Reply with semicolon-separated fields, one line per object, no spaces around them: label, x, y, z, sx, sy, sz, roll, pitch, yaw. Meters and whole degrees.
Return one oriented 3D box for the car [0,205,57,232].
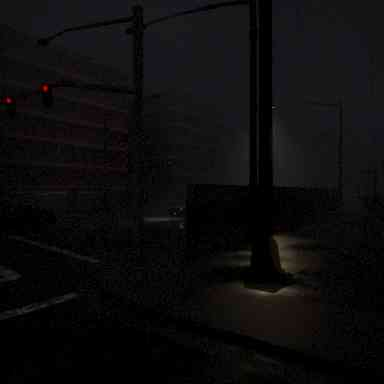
car;-9.883;1.491;18.086;2.128;1.511;4.902;0;0;38

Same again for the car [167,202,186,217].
car;-0.287;1.601;31.483;1.895;1.301;4.718;0;0;35
